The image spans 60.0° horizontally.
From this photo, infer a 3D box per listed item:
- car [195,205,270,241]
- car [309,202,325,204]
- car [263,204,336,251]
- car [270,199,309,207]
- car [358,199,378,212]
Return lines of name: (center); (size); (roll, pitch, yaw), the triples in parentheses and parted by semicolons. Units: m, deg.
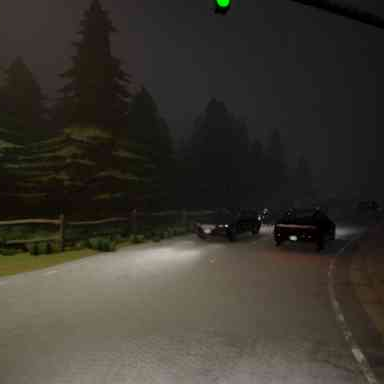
car: (1.934, 1.455, 16.638); (2.128, 1.511, 4.902); (1, 0, 31)
car: (12.170, 1.626, 32.912); (1.895, 1.301, 4.718); (1, 0, 33)
car: (4.984, 1.496, 14.411); (2.128, 1.511, 4.902); (1, 0, 30)
car: (6.800, 1.344, 24.469); (2.097, 1.767, 4.553); (1, 0, 32)
car: (21.760, 1.592, 41.131); (2.128, 1.511, 4.902); (1, 0, 33)
